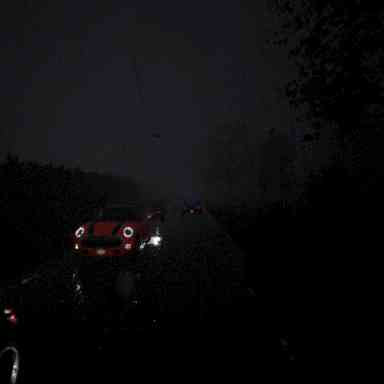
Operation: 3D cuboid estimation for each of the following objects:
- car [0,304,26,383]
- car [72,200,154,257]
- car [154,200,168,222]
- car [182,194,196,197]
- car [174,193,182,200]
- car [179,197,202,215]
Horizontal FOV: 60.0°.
[{"bbox_3d":[-2.856,1.556,2.042,1.994,1.385,4.181,0,0,0],"label":"car"},{"bbox_3d":[-2.873,1.302,12.720,2.097,1.767,4.553,0,0,0],"label":"car"},{"bbox_3d":[-2.881,1.386,25.133,2.128,1.511,4.902,0,0,0],"label":"car"},{"bbox_3d":[-0.042,1.265,46.283,1.882,1.535,5.008,0,0,0],"label":"car"},{"bbox_3d":[-2.894,0.956,74.705,2.097,1.767,4.553,0,0,0],"label":"car"},{"bbox_3d":[-0.007,1.461,32.434,1.895,1.301,4.718,0,0,0],"label":"car"}]
